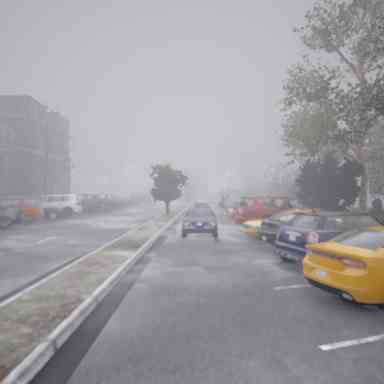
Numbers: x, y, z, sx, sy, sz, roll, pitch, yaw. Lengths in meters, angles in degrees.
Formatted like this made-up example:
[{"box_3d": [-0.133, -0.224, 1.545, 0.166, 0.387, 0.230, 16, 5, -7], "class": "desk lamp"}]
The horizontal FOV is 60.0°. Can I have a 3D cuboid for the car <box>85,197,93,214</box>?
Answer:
[{"box_3d": [-12.578, 1.522, 32.625, 5.008, 1.535, 2.097, -1, 0, -18], "class": "car"}]

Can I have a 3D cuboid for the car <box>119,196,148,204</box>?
[{"box_3d": [-11.559, 1.553, 65.670, 5.366, 1.575, 1.946, -1, 0, -18], "class": "car"}]

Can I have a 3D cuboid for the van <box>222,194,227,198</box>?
[{"box_3d": [5.471, 1.307, 31.110, 4.442, 1.987, 1.878, 1, 0, -18], "class": "van"}]

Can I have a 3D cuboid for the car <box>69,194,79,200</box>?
[{"box_3d": [-29.432, 1.283, 83.015, 2.231, 1.521, 4.892, 0, -1, -17], "class": "car"}]

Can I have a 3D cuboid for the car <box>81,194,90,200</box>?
[{"box_3d": [-26.478, 1.320, 82.879, 2.002, 1.452, 4.674, 1, -1, -17], "class": "car"}]

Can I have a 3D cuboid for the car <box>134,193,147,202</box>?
[{"box_3d": [-11.524, 1.312, 62.693, 5.566, 2.045, 2.435, -1, 0, -18], "class": "car"}]

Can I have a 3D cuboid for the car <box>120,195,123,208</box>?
[{"box_3d": [-12.138, 1.572, 44.652, 4.792, 1.488, 2.163, -1, 0, -18], "class": "car"}]

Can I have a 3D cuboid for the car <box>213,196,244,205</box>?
[{"box_3d": [6.522, 1.580, 59.171, 4.892, 1.521, 2.231, 1, 0, -18], "class": "car"}]

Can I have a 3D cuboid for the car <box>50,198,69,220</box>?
[{"box_3d": [-12.782, 1.512, 26.618, 5.008, 1.535, 2.097, -1, 0, -18], "class": "car"}]

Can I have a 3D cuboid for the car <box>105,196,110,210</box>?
[{"box_3d": [-12.343, 1.562, 38.643, 4.792, 1.488, 2.163, -1, 0, -18], "class": "car"}]

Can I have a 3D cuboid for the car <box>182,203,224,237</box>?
[{"box_3d": [0.437, 1.578, 18.360, 2.033, 1.411, 5.357, 0, 0, 2], "class": "car"}]

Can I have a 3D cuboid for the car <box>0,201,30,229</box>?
[{"box_3d": [-13.007, 1.531, 20.589, 4.792, 1.488, 2.163, -1, 0, -18], "class": "car"}]

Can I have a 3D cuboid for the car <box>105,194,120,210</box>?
[{"box_3d": [-12.247, 1.286, 41.650, 5.566, 2.045, 2.435, -1, 0, -18], "class": "car"}]

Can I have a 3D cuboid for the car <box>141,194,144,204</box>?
[{"box_3d": [-11.611, 1.606, 59.693, 4.674, 1.452, 2.002, -1, 0, -18], "class": "car"}]

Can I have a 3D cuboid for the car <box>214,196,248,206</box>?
[{"box_3d": [6.585, 1.573, 55.842, 5.366, 1.575, 1.946, 1, 0, -18], "class": "car"}]

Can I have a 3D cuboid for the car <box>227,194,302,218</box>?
[{"box_3d": [5.216, 1.265, 19.265, 5.566, 2.045, 2.435, 1, 0, -18], "class": "car"}]

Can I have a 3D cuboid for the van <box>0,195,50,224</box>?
[{"box_3d": [-12.775, 1.280, 23.653, 4.442, 1.987, 1.878, -1, 0, -18], "class": "van"}]

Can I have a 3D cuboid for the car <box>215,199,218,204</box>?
[{"box_3d": [5.903, 1.298, 40.087, 5.566, 2.045, 2.435, 1, 0, -18], "class": "car"}]

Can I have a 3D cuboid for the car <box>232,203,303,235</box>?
[{"box_3d": [4.924, 1.506, 16.219, 5.366, 1.575, 1.946, 1, 0, -18], "class": "car"}]

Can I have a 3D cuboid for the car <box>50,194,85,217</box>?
[{"box_3d": [-12.705, 1.266, 29.609, 5.566, 2.045, 2.435, -1, 0, -18], "class": "car"}]

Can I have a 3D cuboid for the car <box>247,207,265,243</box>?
[{"box_3d": [5.013, 1.508, 13.314, 4.892, 1.521, 2.231, 1, 0, -18], "class": "car"}]

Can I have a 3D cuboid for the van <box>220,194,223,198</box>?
[{"box_3d": [5.568, 1.312, 34.087, 4.442, 1.987, 1.878, 1, 0, -18], "class": "van"}]

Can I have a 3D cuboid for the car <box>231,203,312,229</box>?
[{"box_3d": [5.256, 1.550, 22.213, 4.792, 1.488, 2.163, 1, 0, -18], "class": "car"}]

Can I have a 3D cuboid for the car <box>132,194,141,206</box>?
[{"box_3d": [-11.730, 1.564, 56.670, 5.008, 1.535, 2.097, -1, 0, -18], "class": "car"}]

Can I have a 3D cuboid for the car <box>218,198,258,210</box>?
[{"box_3d": [5.975, 1.593, 43.048, 4.674, 1.452, 2.002, 1, 0, -18], "class": "car"}]

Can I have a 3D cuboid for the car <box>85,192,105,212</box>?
[{"box_3d": [-12.501, 1.276, 35.614, 5.566, 2.045, 2.435, -1, 0, -18], "class": "car"}]

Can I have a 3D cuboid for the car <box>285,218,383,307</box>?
[{"box_3d": [4.887, 1.499, 7.382, 5.008, 1.535, 2.097, 1, 0, -19], "class": "car"}]

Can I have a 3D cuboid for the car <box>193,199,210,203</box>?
[{"box_3d": [1.144, 1.591, 40.140, 1.812, 1.442, 4.674, 0, 0, 2], "class": "car"}]

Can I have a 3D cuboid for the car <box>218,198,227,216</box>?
[{"box_3d": [5.301, 1.525, 28.115, 5.366, 1.575, 1.946, 1, 0, -18], "class": "car"}]

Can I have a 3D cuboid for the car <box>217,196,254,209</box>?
[{"box_3d": [6.044, 1.432, 46.020, 4.553, 1.767, 2.185, 1, 0, -18], "class": "car"}]

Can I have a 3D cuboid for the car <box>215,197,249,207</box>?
[{"box_3d": [6.267, 1.597, 52.376, 4.792, 1.488, 2.163, 1, 0, -18], "class": "car"}]

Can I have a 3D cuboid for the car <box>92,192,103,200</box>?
[{"box_3d": [-23.506, 1.027, 82.720, 2.435, 2.045, 5.566, 1, -1, -17], "class": "car"}]

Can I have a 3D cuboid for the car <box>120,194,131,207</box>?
[{"box_3d": [-12.039, 1.297, 47.661, 5.566, 2.045, 2.435, -1, 0, -18], "class": "car"}]

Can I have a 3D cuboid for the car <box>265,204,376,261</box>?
[{"box_3d": [4.923, 1.377, 10.338, 4.553, 1.767, 2.185, 1, 0, -19], "class": "car"}]
